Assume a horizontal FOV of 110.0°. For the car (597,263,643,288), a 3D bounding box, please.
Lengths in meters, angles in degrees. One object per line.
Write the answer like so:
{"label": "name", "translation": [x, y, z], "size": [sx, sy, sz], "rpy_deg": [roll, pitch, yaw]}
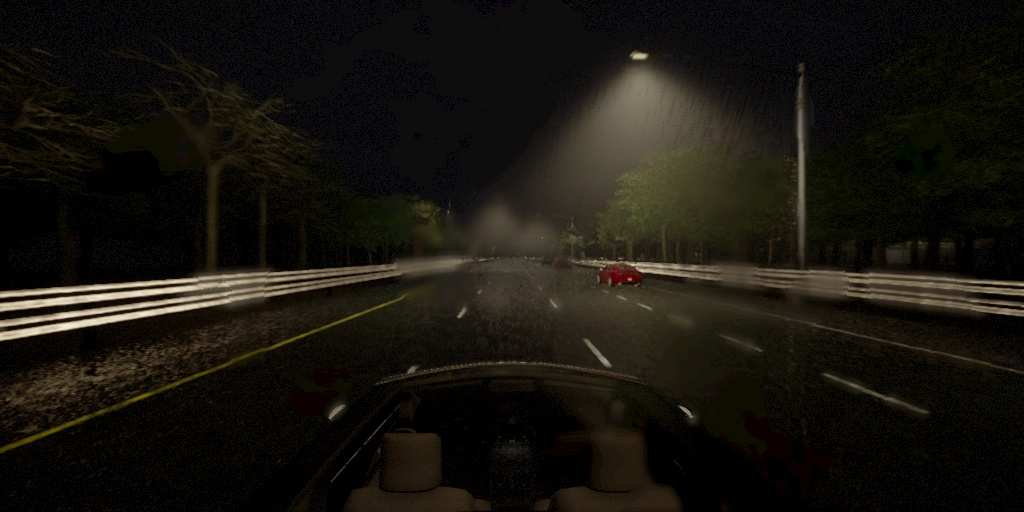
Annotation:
{"label": "car", "translation": [7.025, 1.235, 23.837], "size": [1.882, 1.535, 5.008], "rpy_deg": [0, 0, 0]}

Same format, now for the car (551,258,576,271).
{"label": "car", "translation": [7.055, 1.110, 49.813], "size": [2.097, 1.767, 4.553], "rpy_deg": [0, 0, 0]}
